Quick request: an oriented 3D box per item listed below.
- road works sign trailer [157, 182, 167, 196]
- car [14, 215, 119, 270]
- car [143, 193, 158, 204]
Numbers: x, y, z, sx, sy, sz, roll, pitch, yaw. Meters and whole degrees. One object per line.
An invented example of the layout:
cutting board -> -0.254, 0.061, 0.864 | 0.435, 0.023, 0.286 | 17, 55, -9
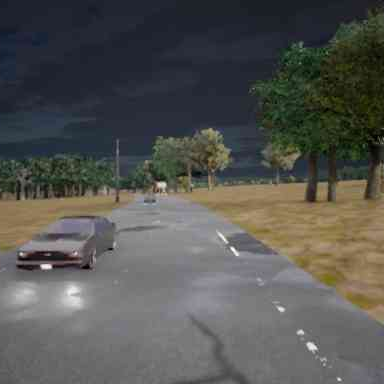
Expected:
road works sign trailer -> -7.754, -0.757, 85.729 | 2.380, 3.560, 2.880 | 0, 1, -11
car -> -3.768, 1.503, 11.138 | 2.033, 1.411, 5.357 | 0, 0, -1
car -> -6.415, 0.965, 51.162 | 1.837, 1.490, 4.892 | 0, 1, -6
